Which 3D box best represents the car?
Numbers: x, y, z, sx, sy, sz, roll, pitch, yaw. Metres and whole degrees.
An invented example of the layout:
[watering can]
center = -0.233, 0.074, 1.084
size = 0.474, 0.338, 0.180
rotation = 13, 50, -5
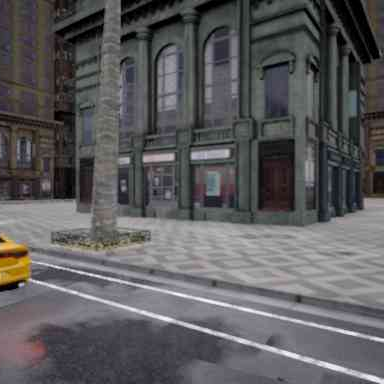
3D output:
[car]
center = -5.805, 1.483, 7.827
size = 5.008, 1.535, 1.882
rotation = 0, 0, 35
